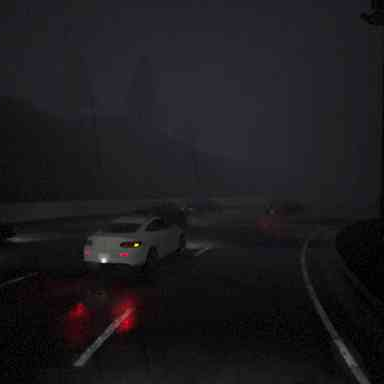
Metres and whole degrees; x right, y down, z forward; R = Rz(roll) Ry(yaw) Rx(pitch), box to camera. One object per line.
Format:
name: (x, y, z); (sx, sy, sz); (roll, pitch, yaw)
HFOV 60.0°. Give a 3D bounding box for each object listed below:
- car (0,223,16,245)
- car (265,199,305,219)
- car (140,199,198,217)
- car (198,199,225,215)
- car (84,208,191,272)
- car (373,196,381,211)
car: (-8.832, 1.426, 11.612); (2.033, 1.411, 5.357); (0, 0, 15)
car: (7.888, 1.369, 27.935); (2.128, 1.511, 4.902); (1, 0, 40)
car: (-1.717, 1.348, 19.876); (1.882, 1.535, 5.008); (0, 0, 25)
car: (1.220, 1.345, 31.260); (1.812, 1.442, 4.674); (0, 0, 39)
car: (-1.614, 1.452, 10.562); (1.812, 1.442, 4.674); (0, 0, 15)
car: (22.152, 1.254, 37.527); (4.553, 1.767, 2.097); (0, 0, -44)
